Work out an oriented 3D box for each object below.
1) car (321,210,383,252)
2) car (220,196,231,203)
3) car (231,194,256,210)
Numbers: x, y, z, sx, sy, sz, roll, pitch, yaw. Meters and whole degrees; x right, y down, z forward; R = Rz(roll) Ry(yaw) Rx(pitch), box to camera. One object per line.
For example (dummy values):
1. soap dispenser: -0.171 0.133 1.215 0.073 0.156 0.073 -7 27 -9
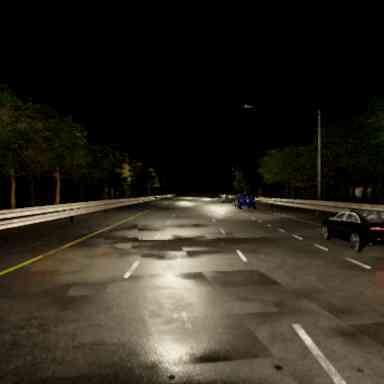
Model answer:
1. car: 7.000 1.493 13.854 2.128 1.511 4.902 0 0 0
2. car: 7.037 1.566 68.277 1.812 1.442 4.674 0 0 0
3. car: 7.000 1.231 44.284 2.150 2.045 5.566 0 0 0
